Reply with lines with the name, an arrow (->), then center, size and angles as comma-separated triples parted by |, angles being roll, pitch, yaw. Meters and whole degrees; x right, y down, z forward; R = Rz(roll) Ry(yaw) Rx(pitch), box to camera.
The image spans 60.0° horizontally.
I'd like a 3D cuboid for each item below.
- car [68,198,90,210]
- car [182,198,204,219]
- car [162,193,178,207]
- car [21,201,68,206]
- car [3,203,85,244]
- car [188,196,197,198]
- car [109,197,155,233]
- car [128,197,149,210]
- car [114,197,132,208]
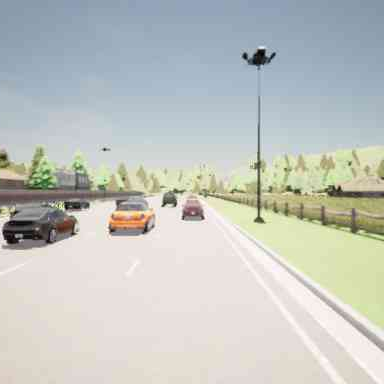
car -> -13.920, 1.490, 40.593 | 1.882, 1.535, 5.008 | 0, 0, 0
car -> 0.084, 1.536, 29.350 | 1.812, 1.442, 4.674 | 0, 0, 0
car -> -3.426, 1.239, 52.155 | 2.150, 2.045, 5.566 | 0, 0, 0
car -> -10.413, 1.511, 22.582 | 1.837, 1.490, 4.892 | 0, 0, 0
car -> -6.910, 1.509, 15.734 | 1.837, 1.490, 4.892 | 0, 0, 0
car -> 0.068, 1.371, 54.501 | 2.097, 1.767, 4.553 | 0, 0, 0
car -> -3.413, 1.358, 19.730 | 2.097, 1.767, 4.553 | 0, 0, 0
car -> -6.926, 1.492, 43.271 | 1.882, 1.535, 5.008 | 0, 0, 0
car -> -10.426, 1.521, 50.529 | 1.837, 1.490, 4.892 | 0, 0, 0
